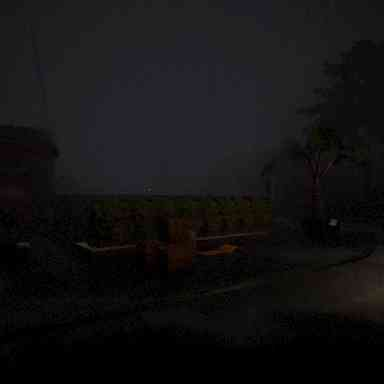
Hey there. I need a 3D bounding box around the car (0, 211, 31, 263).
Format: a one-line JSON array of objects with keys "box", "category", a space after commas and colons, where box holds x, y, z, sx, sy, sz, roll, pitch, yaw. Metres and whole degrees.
[{"box": [-6.510, 1.356, 10.753, 2.033, 1.415, 5.357, 0, 0, -33], "category": "car"}]
